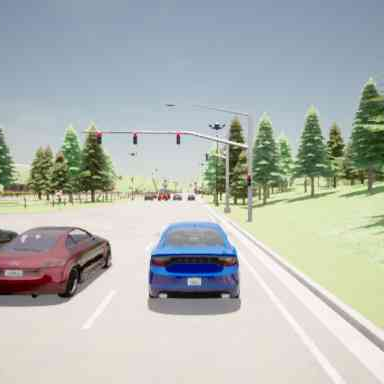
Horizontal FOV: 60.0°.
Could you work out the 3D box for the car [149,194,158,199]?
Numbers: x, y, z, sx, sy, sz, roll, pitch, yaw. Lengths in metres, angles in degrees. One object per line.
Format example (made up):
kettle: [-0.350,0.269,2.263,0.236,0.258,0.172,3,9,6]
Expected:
car: [-10.695,1.290,92.811,1.837,1.490,4.892,0,0,0]

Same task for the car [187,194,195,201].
car: [-0.173,1.432,82.413,1.882,1.535,5.008,0,0,0]

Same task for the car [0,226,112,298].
car: [-3.455,1.560,8.537,1.994,1.385,4.181,0,0,1]

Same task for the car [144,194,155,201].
car: [-10.673,1.454,82.391,1.837,1.490,4.892,0,0,0]

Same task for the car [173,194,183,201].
car: [-3.674,1.309,82.759,2.097,1.767,4.553,0,0,0]

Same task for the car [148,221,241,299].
car: [0.052,1.474,8.510,1.882,1.535,5.008,0,0,0]

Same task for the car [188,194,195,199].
car: [-0.195,1.343,92.833,1.994,1.385,4.181,0,0,0]

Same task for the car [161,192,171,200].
car: [-7.195,1.015,92.848,2.150,2.045,5.566,0,0,0]

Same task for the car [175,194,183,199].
car: [-3.695,1.343,92.826,1.994,1.385,4.181,0,0,0]

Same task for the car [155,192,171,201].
car: [-7.173,1.179,82.429,2.150,2.045,5.566,0,0,0]
